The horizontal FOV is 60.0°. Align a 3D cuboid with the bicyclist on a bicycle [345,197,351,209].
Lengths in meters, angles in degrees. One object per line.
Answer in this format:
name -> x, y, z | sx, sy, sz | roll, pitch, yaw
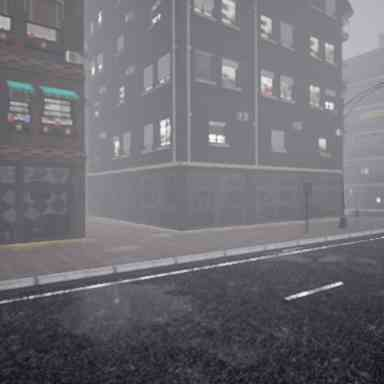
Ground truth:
bicyclist on a bicycle -> 21.056, 1.442, 44.860 | 1.656, 1.620, 0.582 | -1, 0, -36
